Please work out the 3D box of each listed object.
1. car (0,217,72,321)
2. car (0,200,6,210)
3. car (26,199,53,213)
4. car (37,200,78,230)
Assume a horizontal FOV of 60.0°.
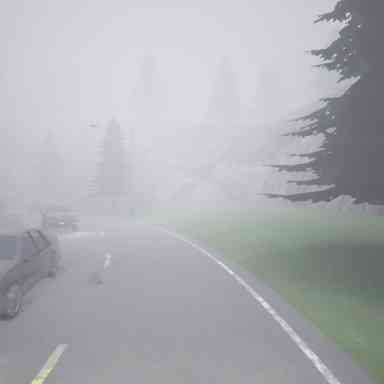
[{"bbox_3d":[-4.307,1.547,7.385,2.033,1.411,5.357,0,0,-10],"label":"car"},{"bbox_3d":[-25.165,1.491,40.791,4.902,1.511,2.128,0,0,18],"label":"car"},{"bbox_3d":[-16.107,1.503,35.976,4.892,1.490,1.837,-1,0,37],"label":"car"},{"bbox_3d":[-8.340,1.504,20.682,1.837,1.490,4.892,0,0,-27],"label":"car"}]
